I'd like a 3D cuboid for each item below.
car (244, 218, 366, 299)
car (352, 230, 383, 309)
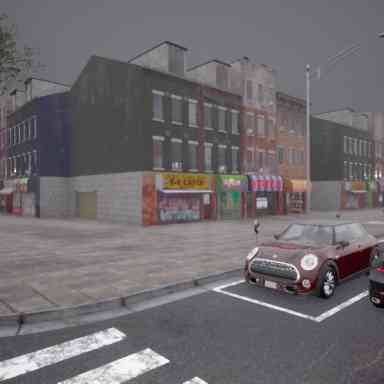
[{"bbox_3d":[3.130,1.442,8.428,4.097,1.590,1.967,0,0,-43],"label":"car"},{"bbox_3d":[5.265,1.501,6.801,4.892,1.490,1.837,0,0,-43],"label":"car"}]
